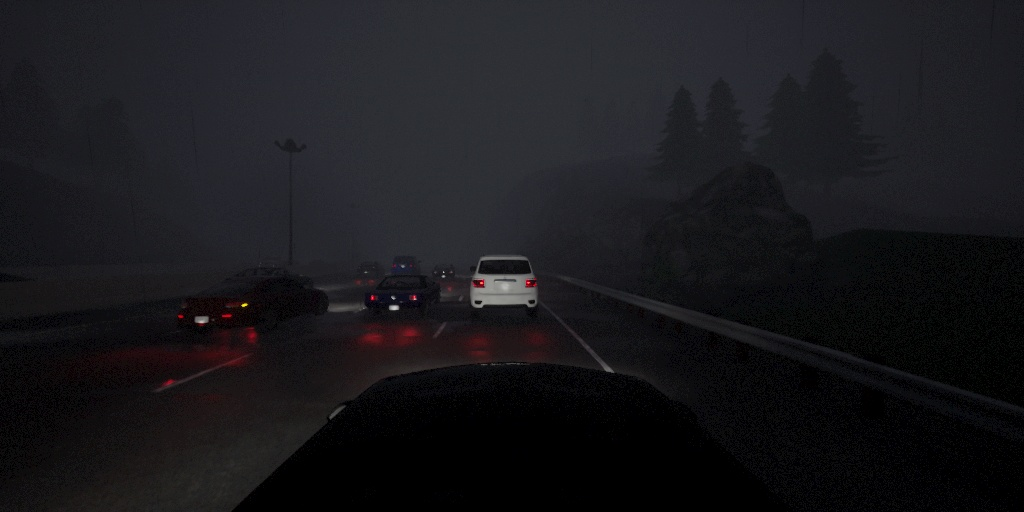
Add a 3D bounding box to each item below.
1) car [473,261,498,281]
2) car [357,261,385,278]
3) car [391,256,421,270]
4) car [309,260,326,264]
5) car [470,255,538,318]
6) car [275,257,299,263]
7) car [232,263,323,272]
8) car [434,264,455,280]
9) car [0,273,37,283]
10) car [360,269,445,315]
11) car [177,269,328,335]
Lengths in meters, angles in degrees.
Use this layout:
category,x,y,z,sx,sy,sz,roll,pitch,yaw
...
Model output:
category,x,y,z,sx,sy,sz,roll,pitch,yaw
car,-2.453,1.260,31.709,1.837,1.490,4.892,0,0,-9
car,-13.657,1.271,34.879,2.128,1.511,4.902,0,0,-10
car,-9.812,0.993,33.417,2.150,2.045,5.566,0,0,-10
car,-29.637,1.319,54.733,1.837,1.490,4.892,0,0,-17
car,-0.363,0.972,13.267,2.150,2.045,5.566,0,0,-4
car,-32.714,1.326,52.888,1.837,1.490,4.892,0,0,-17
car,-11.179,1.266,16.805,2.128,1.511,4.902,0,0,-5
car,-5.923,1.364,31.411,1.895,1.301,4.718,0,0,-9
car,-21.660,1.323,13.935,1.812,1.442,4.674,0,0,-5
car,-3.897,1.359,13.639,1.895,1.301,4.718,0,0,-4
car,-7.235,1.291,10.544,1.812,1.442,4.674,0,0,-3
